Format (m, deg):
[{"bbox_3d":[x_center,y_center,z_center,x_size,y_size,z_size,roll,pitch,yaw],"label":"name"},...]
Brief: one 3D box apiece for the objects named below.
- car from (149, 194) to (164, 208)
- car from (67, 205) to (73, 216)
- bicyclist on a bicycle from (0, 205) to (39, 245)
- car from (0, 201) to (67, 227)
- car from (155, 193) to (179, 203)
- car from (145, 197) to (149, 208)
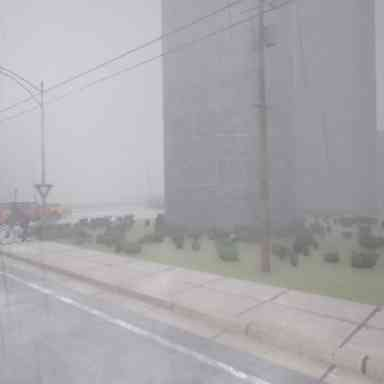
[{"bbox_3d":[-2.207,1.150,41.547,2.150,2.045,5.566,-1,1,42],"label":"car"},{"bbox_3d":[-13.075,1.628,29.275,1.882,1.535,5.008,-1,0,42],"label":"car"},{"bbox_3d":[-7.385,1.391,14.211,0.582,1.620,1.656,-1,0,42],"label":"bicyclist on a bicycle"},{"bbox_3d":[-12.129,1.497,24.693,2.097,1.767,4.553,-1,0,32],"label":"car"},{"bbox_3d":[-4.934,1.233,64.573,4.605,1.855,1.932,-1,0,42],"label":"car"},{"bbox_3d":[-4.403,1.442,45.290,4.611,1.667,2.242,-1,0,42],"label":"car"}]
